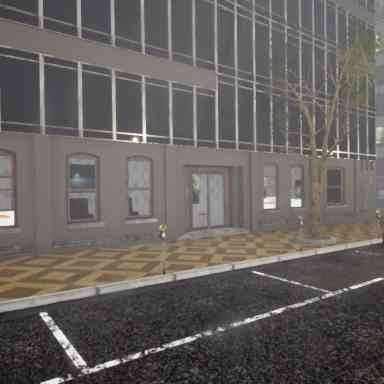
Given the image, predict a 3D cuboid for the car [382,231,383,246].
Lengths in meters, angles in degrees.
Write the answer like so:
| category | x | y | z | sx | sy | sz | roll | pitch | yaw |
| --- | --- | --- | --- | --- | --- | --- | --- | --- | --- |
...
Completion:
| category | x | y | z | sx | sy | sz | roll | pitch | yaw |
| --- | --- | --- | --- | --- | --- | --- | --- | --- | --- |
| car | 9.365 | 1.436 | 13.280 | 4.097 | 1.590 | 1.967 | 0 | -1 | -36 |
